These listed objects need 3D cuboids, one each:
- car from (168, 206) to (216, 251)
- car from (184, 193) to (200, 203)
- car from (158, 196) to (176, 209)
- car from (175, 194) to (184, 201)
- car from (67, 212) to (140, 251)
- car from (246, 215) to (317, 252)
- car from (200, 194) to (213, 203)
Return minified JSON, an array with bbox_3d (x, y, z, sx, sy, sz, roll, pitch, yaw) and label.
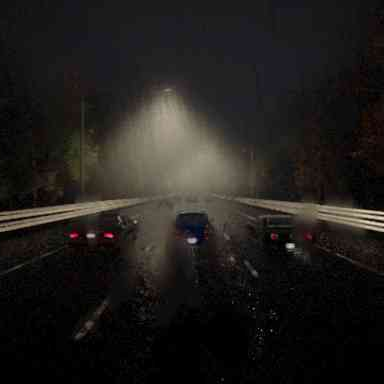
[{"bbox_3d":[0.000,1.540,14.019,1.812,1.442,4.674,0,0,0],"label":"car"},{"bbox_3d":[0.001,1.383,66.965,2.097,1.767,4.553,0,0,0],"label":"car"},{"bbox_3d":[-3.499,1.556,45.085,1.812,1.442,4.674,0,0,0],"label":"car"},{"bbox_3d":[-3.498,1.506,81.138,1.882,1.535,5.008,0,0,0],"label":"car"},{"bbox_3d":[-3.497,1.561,14.017,2.033,1.411,5.357,0,0,0],"label":"car"},{"bbox_3d":[3.501,1.615,14.015,1.895,1.301,4.718,0,0,0],"label":"car"},{"bbox_3d":[3.502,1.386,73.231,2.097,1.767,4.553,0,0,0],"label":"car"}]
